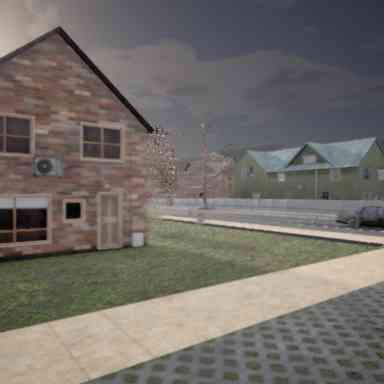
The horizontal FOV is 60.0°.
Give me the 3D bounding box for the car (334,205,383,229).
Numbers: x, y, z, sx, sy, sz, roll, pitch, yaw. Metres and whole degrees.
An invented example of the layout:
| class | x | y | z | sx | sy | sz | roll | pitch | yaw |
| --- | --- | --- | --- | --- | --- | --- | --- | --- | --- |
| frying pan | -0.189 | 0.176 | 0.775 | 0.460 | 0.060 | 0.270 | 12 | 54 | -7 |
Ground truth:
| class | x | y | z | sx | sy | sz | roll | pitch | yaw |
| --- | --- | --- | --- | --- | --- | --- | --- | --- | --- |
| car | 10.665 | 1.439 | 18.250 | 2.033 | 1.411 | 5.357 | 0 | 0 | -35 |
